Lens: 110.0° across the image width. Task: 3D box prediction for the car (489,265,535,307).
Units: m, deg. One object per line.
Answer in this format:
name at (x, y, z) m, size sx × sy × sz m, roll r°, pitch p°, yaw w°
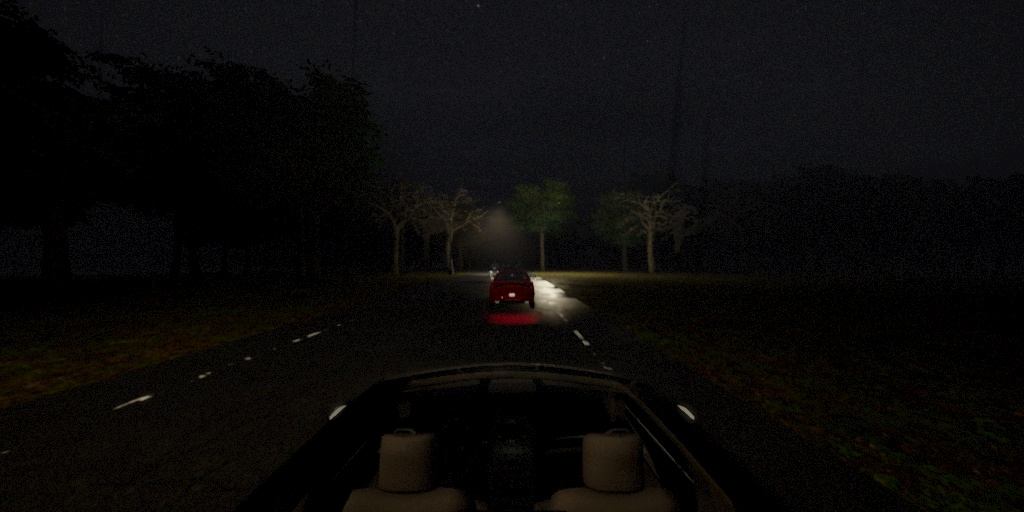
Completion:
car at (0.007, 1.377, 16.350) m, size 1.882 × 1.535 × 5.008 m, roll 0°, pitch 0°, yaw 0°
